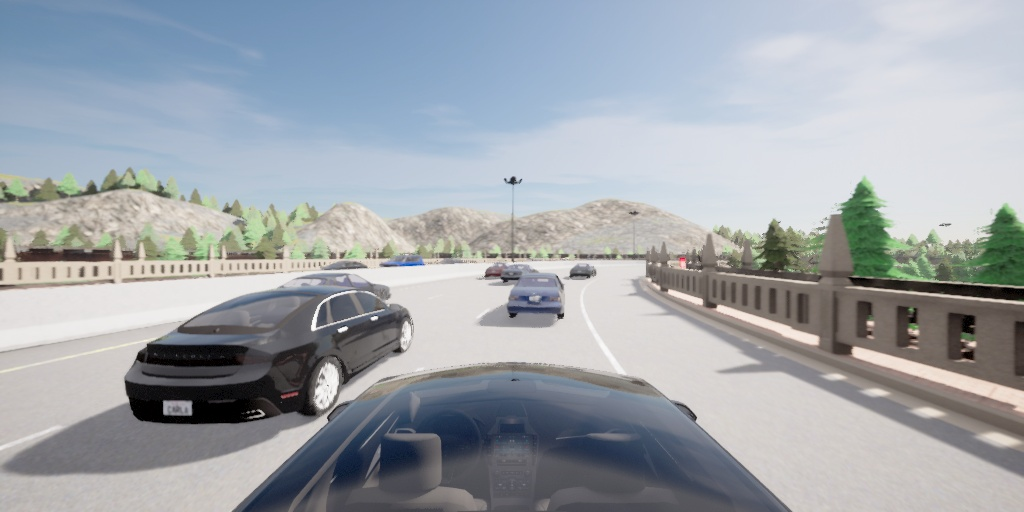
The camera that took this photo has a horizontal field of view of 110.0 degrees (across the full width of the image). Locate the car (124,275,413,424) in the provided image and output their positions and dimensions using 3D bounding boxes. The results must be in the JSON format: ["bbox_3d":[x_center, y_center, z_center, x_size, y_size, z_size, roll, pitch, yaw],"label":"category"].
[{"bbox_3d":[-3.149,1.243,5.928,1.837,1.490,4.892,0,0,3],"label":"car"}]

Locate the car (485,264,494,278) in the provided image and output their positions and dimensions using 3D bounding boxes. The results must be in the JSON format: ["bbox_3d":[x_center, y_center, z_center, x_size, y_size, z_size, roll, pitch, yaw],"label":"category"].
[{"bbox_3d":[-0.932,1.329,33.283,1.994,1.385,4.181,0,0,20],"label":"car"}]

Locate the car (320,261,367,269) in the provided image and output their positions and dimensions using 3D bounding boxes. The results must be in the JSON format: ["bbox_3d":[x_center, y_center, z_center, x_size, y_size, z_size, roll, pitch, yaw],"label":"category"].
[{"bbox_3d":[-15.795,1.202,33.709,1.837,1.490,4.892,0,0,18],"label":"car"}]

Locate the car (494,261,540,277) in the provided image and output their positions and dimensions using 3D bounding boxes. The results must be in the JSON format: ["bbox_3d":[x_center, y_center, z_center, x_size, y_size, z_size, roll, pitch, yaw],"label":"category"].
[{"bbox_3d":[0.701,1.316,27.508,2.033,1.411,5.357,0,0,18],"label":"car"}]

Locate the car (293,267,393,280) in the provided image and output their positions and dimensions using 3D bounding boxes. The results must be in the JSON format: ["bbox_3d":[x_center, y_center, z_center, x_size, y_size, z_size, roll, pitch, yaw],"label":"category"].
[{"bbox_3d":[-6.135,1.276,12.329,2.033,1.411,5.357,0,0,7],"label":"car"}]

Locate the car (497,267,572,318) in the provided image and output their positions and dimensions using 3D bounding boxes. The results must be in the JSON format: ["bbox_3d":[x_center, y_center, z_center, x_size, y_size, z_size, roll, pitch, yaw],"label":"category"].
[{"bbox_3d":[1.014,1.309,13.065,2.033,1.411,5.357,0,0,8],"label":"car"}]

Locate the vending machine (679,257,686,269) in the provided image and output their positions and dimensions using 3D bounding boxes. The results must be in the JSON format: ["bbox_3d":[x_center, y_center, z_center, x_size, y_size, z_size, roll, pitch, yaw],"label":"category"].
[{"bbox_3d":[21.636,1.069,45.358,1.100,2.100,0.880,0,0,34],"label":"vending machine"}]

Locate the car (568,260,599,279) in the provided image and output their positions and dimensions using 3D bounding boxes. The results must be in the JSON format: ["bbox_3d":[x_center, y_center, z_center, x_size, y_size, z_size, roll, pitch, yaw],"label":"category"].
[{"bbox_3d":[6.803,1.364,33.921,1.994,1.385,4.181,0,0,22],"label":"car"}]

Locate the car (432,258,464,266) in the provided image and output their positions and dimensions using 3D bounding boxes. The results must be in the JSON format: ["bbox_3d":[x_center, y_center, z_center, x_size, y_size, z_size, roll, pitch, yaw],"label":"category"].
[{"bbox_3d":[-6.757,1.093,38.119,2.097,1.767,4.553,0,0,22],"label":"car"}]

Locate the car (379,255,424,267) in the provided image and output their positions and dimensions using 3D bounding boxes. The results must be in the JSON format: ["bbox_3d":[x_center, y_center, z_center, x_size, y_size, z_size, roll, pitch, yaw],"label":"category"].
[{"bbox_3d":[-11.145,0.944,36.590,2.150,2.045,5.566,0,0,20],"label":"car"}]
